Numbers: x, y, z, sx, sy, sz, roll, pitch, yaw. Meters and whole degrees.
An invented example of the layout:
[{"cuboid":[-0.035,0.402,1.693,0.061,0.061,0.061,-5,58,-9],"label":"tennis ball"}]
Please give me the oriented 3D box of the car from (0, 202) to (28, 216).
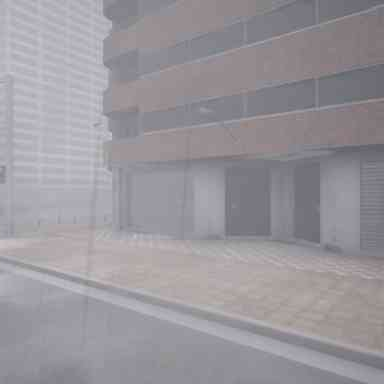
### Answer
[{"cuboid":[-18.081,1.601,31.045,1.895,1.301,4.718,0,0,37],"label":"car"}]
